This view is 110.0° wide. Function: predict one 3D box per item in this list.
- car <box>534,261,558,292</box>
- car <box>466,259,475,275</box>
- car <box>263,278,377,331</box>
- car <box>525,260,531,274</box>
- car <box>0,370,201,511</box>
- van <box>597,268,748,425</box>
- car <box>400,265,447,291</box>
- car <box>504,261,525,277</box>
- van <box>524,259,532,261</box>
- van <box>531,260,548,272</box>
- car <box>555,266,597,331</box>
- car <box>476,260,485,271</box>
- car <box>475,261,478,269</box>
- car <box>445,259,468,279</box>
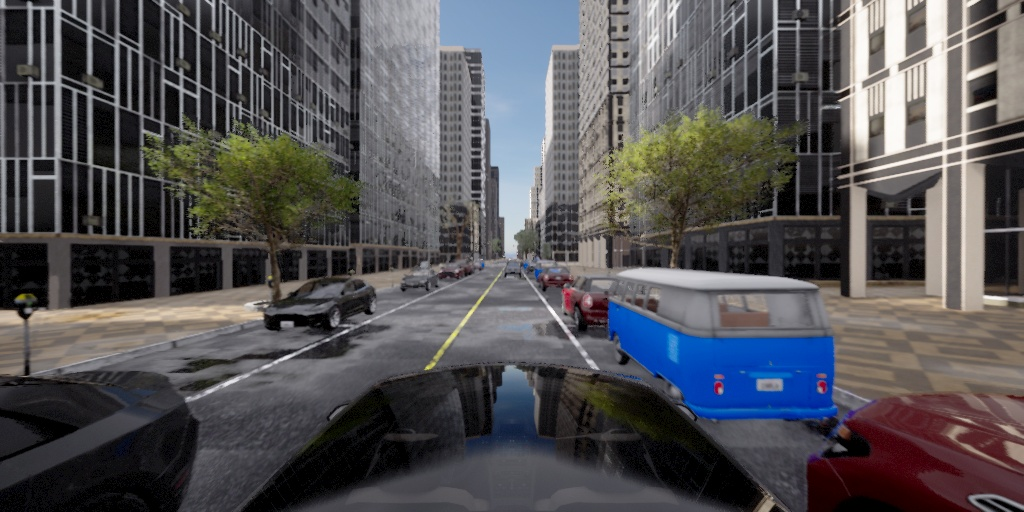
[{"bbox_3d":[2.690,1.311,22.630,1.967,1.591,4.097,0,0,0],"label":"car"},{"bbox_3d":[-5.690,1.283,39.681,2.192,1.841,5.009,0,0,0],"label":"car"},{"bbox_3d":[-5.691,1.371,11.263,1.948,1.339,4.313,0,0,0],"label":"car"},{"bbox_3d":[2.691,1.551,45.364,2.007,1.370,4.403,0,0,0],"label":"car"},{"bbox_3d":[-3.099,1.248,0.457,1.837,1.490,4.892,0,0,0],"label":"car"},{"bbox_3d":[2.690,1.114,5.579,1.690,1.789,3.998,0,0,0],"label":"van"},{"bbox_3d":[-5.691,1.421,22.630,2.007,1.370,4.403,0,0,0],"label":"car"},{"bbox_3d":[0.102,1.513,39.234,2.033,1.411,5.357,0,0,0],"label":"car"},{"bbox_3d":[2.690,1.405,56.732,1.690,1.789,3.998,0,0,0],"label":"van"},{"bbox_3d":[2.690,1.244,28.313,1.690,1.789,3.998,0,0,0],"label":"van"},{"bbox_3d":[2.690,1.246,11.262,1.967,1.591,4.097,0,0,0],"label":"car"},{"bbox_3d":[-5.690,1.646,56.732,1.802,1.307,4.207,0,0,0],"label":"car"},{"bbox_3d":[-5.691,1.582,45.364,1.802,1.307,4.207,0,0,0],"label":"car"},{"bbox_3d":[-5.690,1.376,33.997,1.967,1.591,4.097,0,0,0],"label":"car"}]
